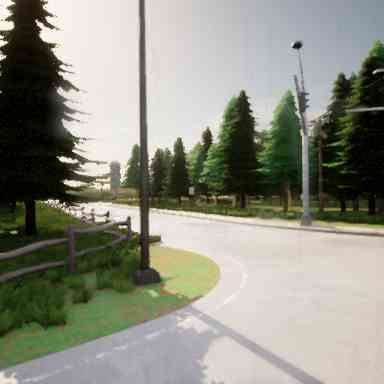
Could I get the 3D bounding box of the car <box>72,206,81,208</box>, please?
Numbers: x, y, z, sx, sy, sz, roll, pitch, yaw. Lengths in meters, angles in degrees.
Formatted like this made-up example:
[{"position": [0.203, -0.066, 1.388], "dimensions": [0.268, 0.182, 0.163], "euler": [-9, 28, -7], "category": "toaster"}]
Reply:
[{"position": [-17.885, 1.792, 49.835], "dimensions": [1.895, 1.301, 4.718], "euler": [-1, 0, -27], "category": "car"}]
